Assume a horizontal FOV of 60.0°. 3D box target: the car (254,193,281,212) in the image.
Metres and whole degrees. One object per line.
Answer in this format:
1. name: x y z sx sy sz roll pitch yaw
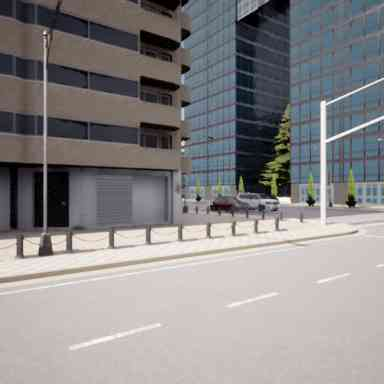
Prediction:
1. car: 7.123 1.161 36.753 2.150 2.045 5.566 0 0 -35

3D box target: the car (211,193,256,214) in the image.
1. car: 4.038 1.292 35.059 2.097 1.767 4.553 0 0 -35
